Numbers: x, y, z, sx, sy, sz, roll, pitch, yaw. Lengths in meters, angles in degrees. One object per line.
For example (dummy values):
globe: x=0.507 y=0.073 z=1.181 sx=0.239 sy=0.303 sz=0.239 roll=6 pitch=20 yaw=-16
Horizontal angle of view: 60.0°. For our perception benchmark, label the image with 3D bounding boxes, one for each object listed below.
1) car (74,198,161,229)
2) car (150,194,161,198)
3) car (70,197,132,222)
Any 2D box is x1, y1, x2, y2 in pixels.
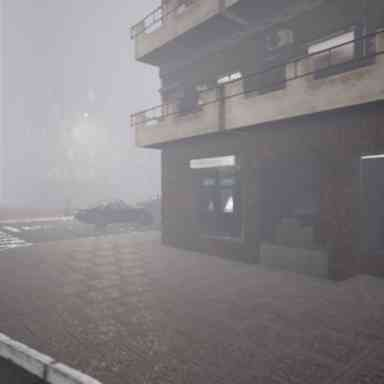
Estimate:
car: x=-4.552 y=1.329 z=20.069 sx=4.902 sy=1.511 sz=2.128 roll=-1 pitch=0 yaw=-41
car: x=-2.655 y=1.091 z=29.224 sx=5.009 sy=1.841 sz=2.192 roll=-1 pitch=1 yaw=-41
car: x=-6.925 y=1.264 z=25.531 sx=4.097 sy=1.590 sz=1.967 roll=-1 pitch=1 yaw=-41
